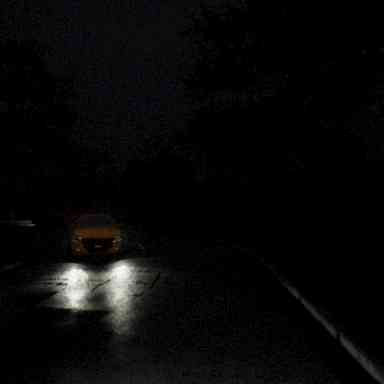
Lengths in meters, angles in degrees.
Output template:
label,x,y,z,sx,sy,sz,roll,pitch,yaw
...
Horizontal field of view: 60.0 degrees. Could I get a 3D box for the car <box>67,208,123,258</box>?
label,x,y,z,sx,sy,sz,roll,pitch,yaw
car,-4.035,1.642,13.891,1.882,1.535,5.008,1,-1,-19

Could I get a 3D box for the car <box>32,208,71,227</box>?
label,x,y,z,sx,sy,sz,roll,pitch,yaw
car,-9.944,1.878,25.048,4.181,1.385,1.994,0,-1,22
